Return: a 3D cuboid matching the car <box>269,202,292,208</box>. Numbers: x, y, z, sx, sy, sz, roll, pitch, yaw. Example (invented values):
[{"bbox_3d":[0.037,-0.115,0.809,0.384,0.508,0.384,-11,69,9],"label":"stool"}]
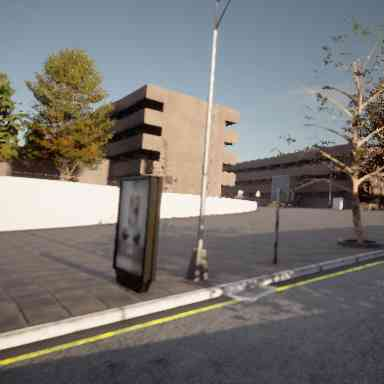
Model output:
[{"bbox_3d":[15.898,2.424,59.898,1.882,1.535,5.008,5,-5,-24],"label":"car"}]
